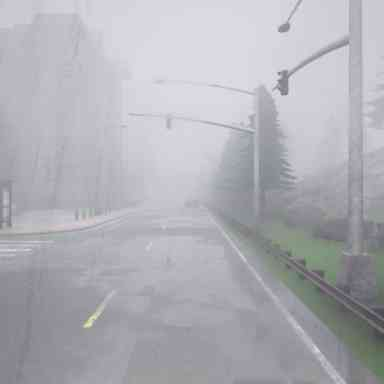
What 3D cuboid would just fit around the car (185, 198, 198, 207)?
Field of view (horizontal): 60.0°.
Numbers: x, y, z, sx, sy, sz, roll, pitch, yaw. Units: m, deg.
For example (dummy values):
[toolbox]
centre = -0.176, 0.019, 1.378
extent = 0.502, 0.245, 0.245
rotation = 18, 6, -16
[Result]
[car]
centre = -0.039, 1.564, 50.677
extent = 1.994, 1.385, 4.181
rotation = 0, 0, 0
